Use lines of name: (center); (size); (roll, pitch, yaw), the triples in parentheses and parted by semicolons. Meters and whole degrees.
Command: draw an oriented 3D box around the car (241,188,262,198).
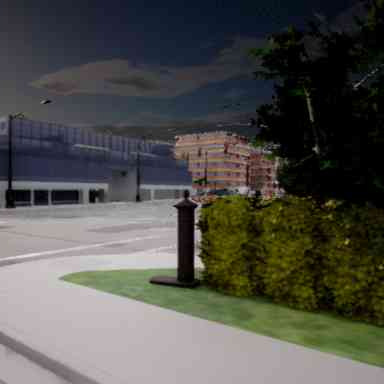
car: (11.749, 0.548, 63.377); (1.837, 1.490, 4.892); (1, 1, 36)

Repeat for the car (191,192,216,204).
car: (1.758, 0.816, 49.242); (2.097, 1.767, 4.553); (0, 2, 35)

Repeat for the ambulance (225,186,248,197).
ambulance: (8.769, 0.051, 65.171); (2.351, 2.431, 6.366); (0, 1, 35)
